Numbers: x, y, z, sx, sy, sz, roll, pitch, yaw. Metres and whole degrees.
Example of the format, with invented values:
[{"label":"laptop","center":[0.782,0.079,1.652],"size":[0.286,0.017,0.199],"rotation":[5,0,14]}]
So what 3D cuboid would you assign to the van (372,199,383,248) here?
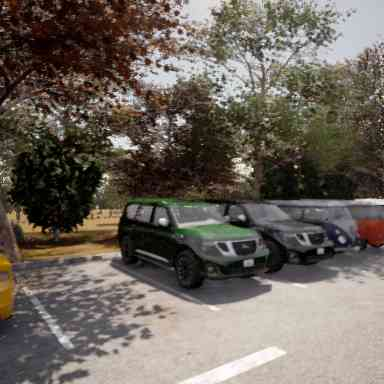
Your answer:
[{"label":"van","center":[6.365,1.343,14.753],"size":[1.878,1.987,4.442],"rotation":[0,0,-36]}]

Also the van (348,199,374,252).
[{"label":"van","center":[4.246,1.325,12.954],"size":[1.878,1.987,4.442],"rotation":[0,0,-36]}]

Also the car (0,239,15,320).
[{"label":"car","center":[-4.838,1.479,6.603],"size":[2.097,1.535,5.008],"rotation":[0,0,-36]}]

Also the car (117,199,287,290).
[{"label":"car","center":[-0.314,1.264,9.806],"size":[2.435,2.045,5.566],"rotation":[0,0,-36]}]

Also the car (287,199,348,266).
[{"label":"car","center":[1.941,1.282,11.416],"size":[2.435,2.045,5.566],"rotation":[0,0,-36]}]
